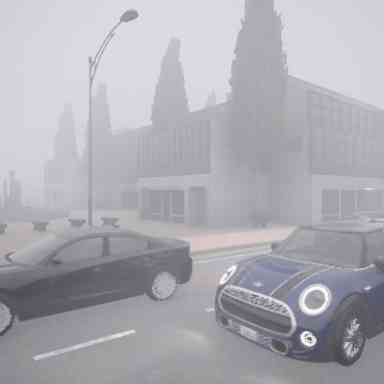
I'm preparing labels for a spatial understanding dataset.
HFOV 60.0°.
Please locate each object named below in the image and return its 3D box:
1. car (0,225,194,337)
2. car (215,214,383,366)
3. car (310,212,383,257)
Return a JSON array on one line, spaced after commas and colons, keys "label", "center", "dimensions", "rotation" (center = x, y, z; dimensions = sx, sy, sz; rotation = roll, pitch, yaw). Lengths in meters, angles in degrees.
[{"label": "car", "center": [-2.281, 1.478, 6.673], "dimensions": [5.008, 1.535, 1.882], "rotation": [0, 0, -37]}, {"label": "car", "center": [2.571, 1.352, 5.947], "dimensions": [4.553, 1.767, 2.097], "rotation": [0, 0, -37]}, {"label": "car", "center": [7.100, 1.601, 13.732], "dimensions": [4.718, 1.301, 1.895], "rotation": [0, 0, -37]}]
